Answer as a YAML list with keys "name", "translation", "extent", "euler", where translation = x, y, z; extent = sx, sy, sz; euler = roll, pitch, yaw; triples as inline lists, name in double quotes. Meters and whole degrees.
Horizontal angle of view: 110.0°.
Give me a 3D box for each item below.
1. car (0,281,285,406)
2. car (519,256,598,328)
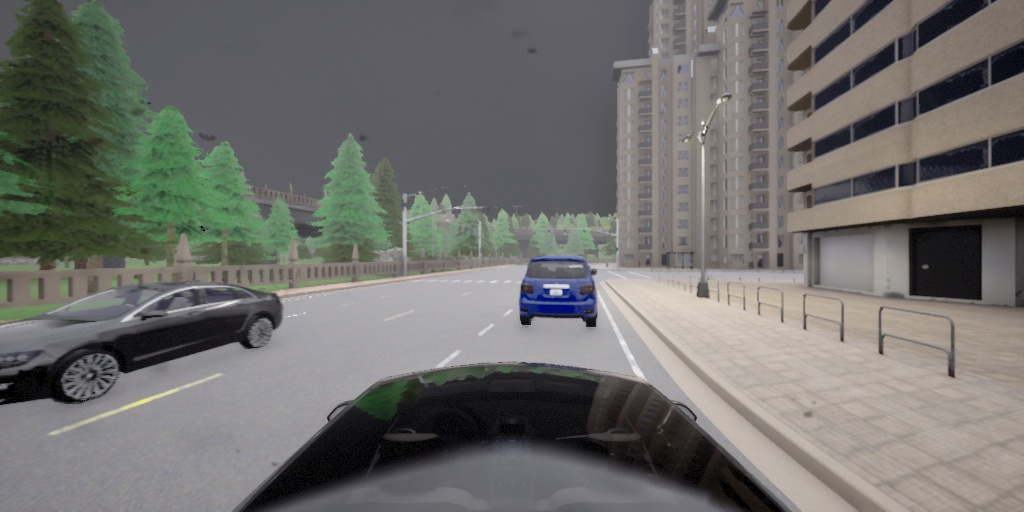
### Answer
- name: "car"
  translation: [-6.501, 1.247, 6.494]
  extent: [2.128, 1.511, 4.902]
  euler: [0, 0, 7]
- name: "car"
  translation: [1.592, 1.002, 11.758]
  extent: [2.150, 2.045, 5.566]
  euler: [0, 0, 10]
